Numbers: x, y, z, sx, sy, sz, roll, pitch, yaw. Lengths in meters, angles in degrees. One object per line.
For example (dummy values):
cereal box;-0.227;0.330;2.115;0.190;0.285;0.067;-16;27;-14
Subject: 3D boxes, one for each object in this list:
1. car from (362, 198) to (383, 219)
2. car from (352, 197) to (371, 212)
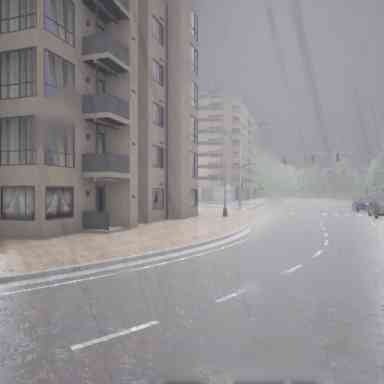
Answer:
car;16.670;1.547;29.052;2.033;1.411;5.357;0;0;19
car;19.727;1.352;38.152;2.097;1.767;4.553;0;0;19
